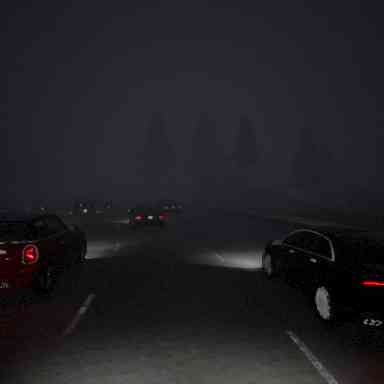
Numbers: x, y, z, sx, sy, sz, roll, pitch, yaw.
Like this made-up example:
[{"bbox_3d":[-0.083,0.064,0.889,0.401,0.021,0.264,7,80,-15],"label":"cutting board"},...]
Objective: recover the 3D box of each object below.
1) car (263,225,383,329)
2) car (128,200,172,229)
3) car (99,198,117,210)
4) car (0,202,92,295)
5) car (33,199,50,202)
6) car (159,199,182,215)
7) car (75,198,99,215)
[{"bbox_3d":[2.956,1.452,6.981,1.837,1.490,4.892,0,0,-5],"label":"car"},{"bbox_3d":[-2.895,1.427,20.584,2.033,1.411,5.357,0,0,-14],"label":"car"},{"bbox_3d":[-10.528,1.382,39.832,1.895,1.301,4.718,0,0,-28],"label":"car"},{"bbox_3d":[-4.230,1.309,8.649,2.097,1.767,4.553,0,0,-6],"label":"car"},{"bbox_3d":[-16.563,1.421,36.430,1.895,1.301,4.718,0,0,-28],"label":"car"},{"bbox_3d":[-2.502,1.362,30.820,2.033,1.411,5.357,0,0,-21],"label":"car"},{"bbox_3d":[-10.014,1.342,30.696,1.837,1.490,4.892,0,0,-22],"label":"car"}]
